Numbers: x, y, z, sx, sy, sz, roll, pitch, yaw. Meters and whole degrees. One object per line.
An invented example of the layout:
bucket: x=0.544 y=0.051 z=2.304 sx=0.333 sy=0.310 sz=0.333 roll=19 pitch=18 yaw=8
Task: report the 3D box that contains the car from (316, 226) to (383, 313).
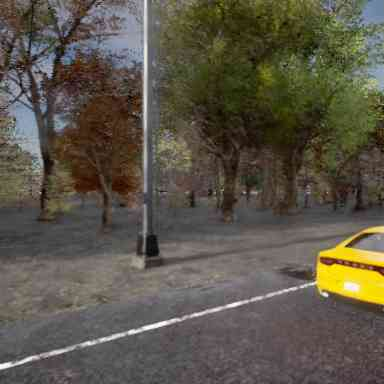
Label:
car: x=4.753 y=1.472 z=7.138 sx=5.008 sy=1.535 sz=1.882 roll=0 pitch=0 yaw=-35
